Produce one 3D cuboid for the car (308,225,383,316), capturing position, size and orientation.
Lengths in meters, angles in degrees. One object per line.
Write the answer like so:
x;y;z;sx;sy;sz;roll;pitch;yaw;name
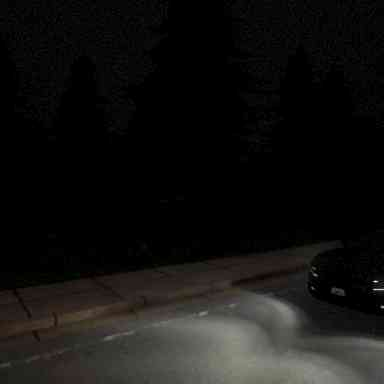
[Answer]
4.594;1.475;7.253;5.008;1.535;1.882;0;0;-35;car
